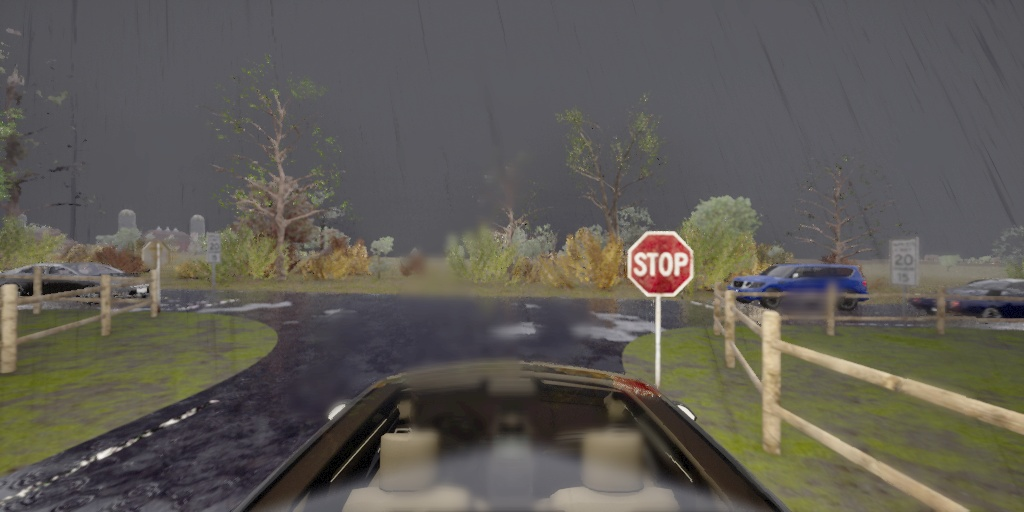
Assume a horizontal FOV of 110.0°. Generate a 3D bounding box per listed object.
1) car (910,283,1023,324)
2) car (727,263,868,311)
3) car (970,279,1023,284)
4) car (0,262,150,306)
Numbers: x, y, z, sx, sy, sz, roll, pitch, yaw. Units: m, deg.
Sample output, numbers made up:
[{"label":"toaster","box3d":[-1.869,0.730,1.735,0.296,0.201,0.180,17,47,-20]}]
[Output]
[{"label":"car","box3d":[18.643,1.870,13.827,4.718,1.301,1.895,1,0,0]},{"label":"car","box3d":[13.213,1.357,16.762,5.566,2.045,2.150,1,0,0]},{"label":"car","box3d":[22.832,1.846,16.772,4.892,1.490,1.837,1,0,0]},{"label":"car","box3d":[-16.627,1.005,13.772,4.902,1.511,2.128,1,0,0]}]
